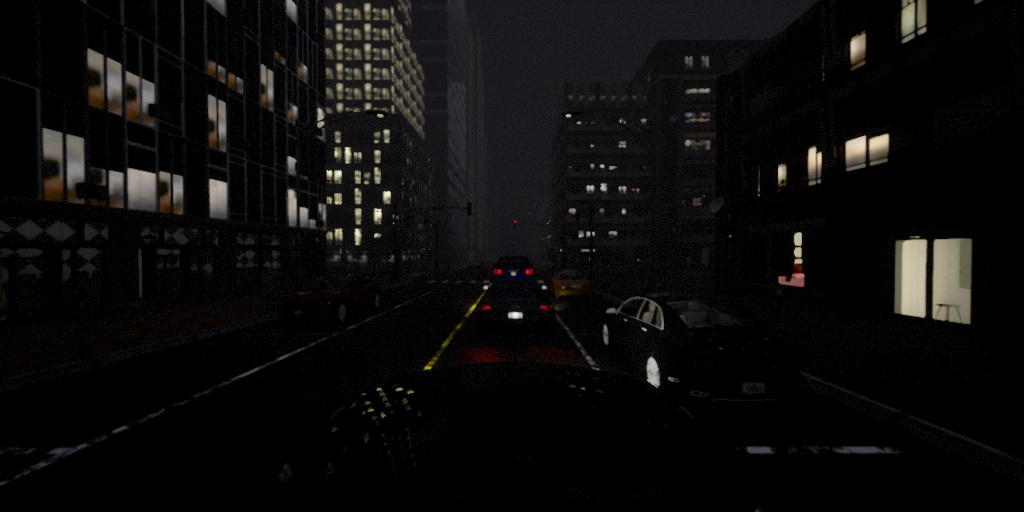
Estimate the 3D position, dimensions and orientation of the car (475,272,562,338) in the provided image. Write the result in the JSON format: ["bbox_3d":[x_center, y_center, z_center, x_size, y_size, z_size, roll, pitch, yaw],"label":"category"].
[{"bbox_3d":[0.088,1.314,10.150,1.994,1.385,4.181,0,0,0],"label":"car"}]

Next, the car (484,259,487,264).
[{"bbox_3d":[-5.752,1.323,61.232,1.948,1.339,4.313,0,0,0],"label":"car"}]

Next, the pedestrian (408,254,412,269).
[{"bbox_3d":[-12.591,0.684,44.088,0.375,1.860,0.375,0,0,1],"label":"pedestrian"}]

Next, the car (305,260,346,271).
[{"bbox_3d":[-21.707,1.040,41.243,4.829,1.417,1.751,0,0,1],"label":"car"}]

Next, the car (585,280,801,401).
[{"bbox_3d":[2.815,1.301,6.343,2.007,1.370,4.403,0,0,0],"label":"car"}]

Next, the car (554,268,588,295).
[{"bbox_3d":[2.803,1.276,17.801,1.751,1.417,4.829,0,0,0],"label":"car"}]

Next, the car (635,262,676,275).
[{"bbox_3d":[16.269,1.385,40.784,4.403,1.370,2.007,0,0,1],"label":"car"}]

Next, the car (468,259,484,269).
[{"bbox_3d":[-5.745,1.282,55.408,1.751,1.417,4.829,0,0,0],"label":"car"}]

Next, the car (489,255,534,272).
[{"bbox_3d":[0.075,0.973,20.572,2.150,2.045,5.566,0,0,0],"label":"car"}]

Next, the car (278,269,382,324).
[{"bbox_3d":[-5.831,1.296,12.036,1.888,1.381,4.507,0,0,0],"label":"car"}]
